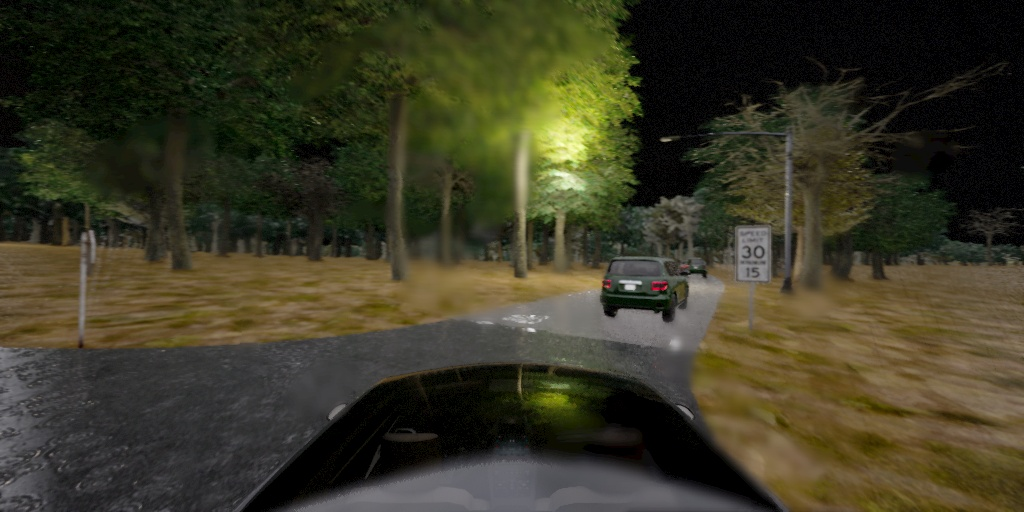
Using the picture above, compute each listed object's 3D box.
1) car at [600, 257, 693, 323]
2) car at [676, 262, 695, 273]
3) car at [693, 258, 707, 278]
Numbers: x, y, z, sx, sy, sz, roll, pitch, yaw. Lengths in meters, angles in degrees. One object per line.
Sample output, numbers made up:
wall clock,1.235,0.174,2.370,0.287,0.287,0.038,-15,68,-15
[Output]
car,4.947,1.052,12.975,2.150,2.045,5.566,0,0,32
car,24.873,1.595,51.524,1.812,1.442,4.674,0,0,19
car,19.807,1.275,38.855,2.150,2.045,5.566,1,0,25
